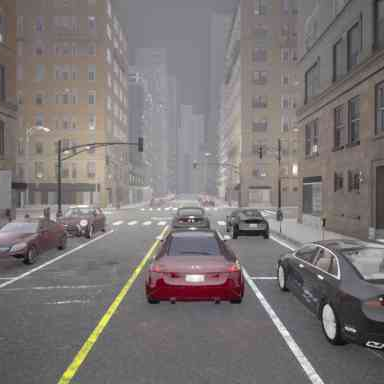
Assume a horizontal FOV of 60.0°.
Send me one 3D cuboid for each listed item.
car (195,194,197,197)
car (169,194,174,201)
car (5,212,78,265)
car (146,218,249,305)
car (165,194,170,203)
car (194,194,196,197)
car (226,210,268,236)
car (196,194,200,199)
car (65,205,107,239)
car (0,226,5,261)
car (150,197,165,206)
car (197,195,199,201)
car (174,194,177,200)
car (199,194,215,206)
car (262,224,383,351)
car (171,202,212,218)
[{"bbox_3d":[2.520,1.561,86.716,1.967,1.590,4.097,0,0,0],"label":"car"},{"bbox_3d":[-5.986,1.626,81.106,1.752,1.417,4.829,0,0,0],"label":"car"},{"bbox_3d":[-5.724,1.582,11.629,1.802,1.307,4.206,0,0,0],"label":"car"},{"bbox_3d":[0.042,1.564,8.168,1.994,1.385,4.181,0,0,-1],"label":"car"},{"bbox_3d":[-5.935,1.607,65.050,2.008,1.369,4.403,0,0,0],"label":"car"},{"bbox_3d":[2.502,1.457,92.126,2.192,1.841,5.009,0,0,0],"label":"car"},{"bbox_3d":[2.774,1.567,17.173,1.947,1.339,4.313,0,0,0],"label":"car"},{"bbox_3d":[2.555,1.524,75.898,1.967,1.590,4.097,0,0,0],"label":"car"},{"bbox_3d":[-5.752,1.441,17.131,1.967,1.590,4.097,0,0,0],"label":"car"},{"bbox_3d":[-5.697,1.566,6.128,1.947,1.339,4.313,0,0,0],"label":"car"},{"bbox_3d":[-5.901,1.618,54.233,1.802,1.307,4.206,0,0,0],"label":"car"},{"bbox_3d":[2.590,1.607,65.080,2.008,1.369,4.403,0,0,0],"label":"car"},{"bbox_3d":[-6.022,1.457,92.093,2.192,1.841,5.009,0,0,0],"label":"car"},{"bbox_3d":[2.623,1.476,54.263,1.967,1.590,4.097,0,0,0],"label":"car"},{"bbox_3d":[2.828,1.551,6.170,2.008,1.369,4.403,0,0,0],"label":"car"},{"bbox_3d":[-0.046,1.506,17.081,1.837,1.490,4.892,0,0,0],"label":"car"}]
